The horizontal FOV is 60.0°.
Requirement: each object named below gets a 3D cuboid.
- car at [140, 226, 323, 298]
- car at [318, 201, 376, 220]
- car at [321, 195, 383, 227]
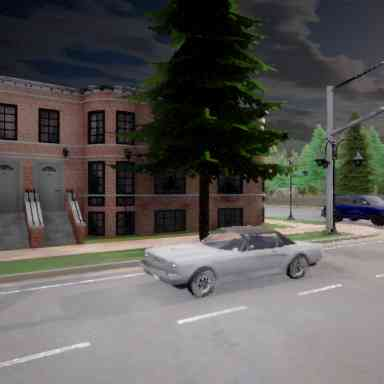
[{"bbox_3d":[1.109,1.601,8.591,4.718,1.301,1.895,0,0,-31],"label":"car"},{"bbox_3d":[13.395,1.564,28.906,1.994,1.385,4.181,0,0,-30],"label":"car"},{"bbox_3d":[12.233,1.224,23.612,2.150,2.045,5.566,0,0,-27],"label":"car"}]
